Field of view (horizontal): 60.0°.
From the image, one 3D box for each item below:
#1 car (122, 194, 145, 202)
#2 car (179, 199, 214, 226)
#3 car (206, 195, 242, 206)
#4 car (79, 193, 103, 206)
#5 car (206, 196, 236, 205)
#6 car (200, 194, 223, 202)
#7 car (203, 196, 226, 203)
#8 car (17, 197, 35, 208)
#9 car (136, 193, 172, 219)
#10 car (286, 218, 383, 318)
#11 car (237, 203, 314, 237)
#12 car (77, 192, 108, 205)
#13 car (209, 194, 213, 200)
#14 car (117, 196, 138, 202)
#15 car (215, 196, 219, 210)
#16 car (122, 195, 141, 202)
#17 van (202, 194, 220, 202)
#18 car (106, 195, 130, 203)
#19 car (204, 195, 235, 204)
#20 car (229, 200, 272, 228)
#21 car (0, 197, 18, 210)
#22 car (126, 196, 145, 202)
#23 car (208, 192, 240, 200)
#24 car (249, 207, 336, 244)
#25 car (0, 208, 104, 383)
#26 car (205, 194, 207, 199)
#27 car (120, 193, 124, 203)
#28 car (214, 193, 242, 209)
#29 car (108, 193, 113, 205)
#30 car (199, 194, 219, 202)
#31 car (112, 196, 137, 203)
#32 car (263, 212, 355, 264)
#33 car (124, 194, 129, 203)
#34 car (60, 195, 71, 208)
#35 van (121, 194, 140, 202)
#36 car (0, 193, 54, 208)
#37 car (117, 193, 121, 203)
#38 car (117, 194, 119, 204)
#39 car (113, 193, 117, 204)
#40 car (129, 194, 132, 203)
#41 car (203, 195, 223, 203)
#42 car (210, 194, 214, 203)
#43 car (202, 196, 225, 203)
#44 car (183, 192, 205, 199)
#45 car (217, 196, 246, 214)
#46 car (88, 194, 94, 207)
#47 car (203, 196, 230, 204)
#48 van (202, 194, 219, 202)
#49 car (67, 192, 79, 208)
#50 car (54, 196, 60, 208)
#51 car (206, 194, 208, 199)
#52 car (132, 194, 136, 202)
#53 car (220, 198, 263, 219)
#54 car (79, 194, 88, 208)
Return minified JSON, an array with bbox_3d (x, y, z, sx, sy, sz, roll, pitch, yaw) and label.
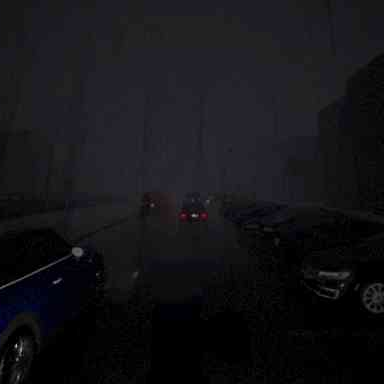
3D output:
[{"bbox_3d":[-15.771,1.627,89.971,5.566,2.045,2.435,0,-1,0],"label":"car"},{"bbox_3d":[0.103,1.427,21.951,2.033,1.411,5.357,0,0,0],"label":"car"},{"bbox_3d":[4.902,1.315,51.145,5.366,1.575,1.946,0,0,0],"label":"car"},{"bbox_3d":[-15.535,1.303,45.866,5.366,1.575,1.946,0,0,0],"label":"car"},{"bbox_3d":[4.714,1.378,53.918,4.674,1.452,2.002,0,-1,0],"label":"car"},{"bbox_3d":[4.691,1.510,81.585,5.566,2.045,2.435,0,-1,0],"label":"car"},{"bbox_3d":[4.748,1.614,70.584,4.792,1.488,2.163,0,-1,0],"label":"car"},{"bbox_3d":[-15.657,1.368,26.565,4.792,1.488,2.163,0,0,0],"label":"car"},{"bbox_3d":[-2.897,1.081,27.264,2.150,2.045,5.566,0,0,0],"label":"car"},{"bbox_3d":[4.718,1.437,6.688,4.892,1.521,2.231,0,0,0],"label":"car"},{"bbox_3d":[4.718,1.392,14.900,4.892,1.521,2.231,0,0,0],"label":"car"},{"bbox_3d":[-15.697,1.065,48.619,5.566,2.045,2.435,0,0,0],"label":"car"},{"bbox_3d":[4.721,1.310,37.133,4.892,1.521,2.231,0,0,0],"label":"car"},{"bbox_3d":[-15.782,1.805,81.692,4.674,1.452,2.002,0,-1,0],"label":"car"},{"bbox_3d":[4.685,1.363,28.920,4.792,1.488,2.163,0,0,0],"label":"car"},{"bbox_3d":[-15.825,1.717,87.211,4.553,1.767,2.185,0,-1,0],"label":"car"},{"bbox_3d":[4.839,1.578,84.484,4.442,1.987,1.878,0,-1,0],"label":"van"},{"bbox_3d":[-15.734,1.467,70.664,4.553,1.767,2.185,0,-1,0],"label":"car"},{"bbox_3d":[4.903,1.398,59.346,5.366,1.575,1.946,0,-1,0],"label":"car"},{"bbox_3d":[4.707,1.378,17.680,5.008,1.535,2.097,0,0,0],"label":"car"},{"bbox_3d":[-15.676,1.347,23.810,5.008,1.535,2.097,0,0,0],"label":"car"},{"bbox_3d":[-15.775,1.943,92.725,4.792,1.488,2.163,0,-1,0],"label":"car"},{"bbox_3d":[4.684,1.171,42.814,4.553,1.767,2.185,0,0,0],"label":"car"},{"bbox_3d":[4.709,1.445,12.247,4.674,1.452,2.002,0,0,0],"label":"car"},{"bbox_3d":[-2.899,1.317,5.241,2.097,1.767,4.553,0,0,0],"label":"car"},{"bbox_3d":[4.688,1.052,48.367,5.566,2.045,2.435,0,0,0],"label":"car"},{"bbox_3d":[-15.781,1.331,62.395,4.553,1.767,2.185,0,-1,0],"label":"car"},{"bbox_3d":[4.687,1.199,31.691,4.553,1.767,2.185,0,0,0],"label":"car"},{"bbox_3d":[-15.702,1.078,51.376,5.566,2.045,2.435,0,0,0],"label":"car"},{"bbox_3d":[4.766,1.663,92.820,5.566,2.045,2.435,0,-1,0],"label":"car"},{"bbox_3d":[-15.965,1.721,78.937,5.366,1.575,1.946,0,-1,0],"label":"car"},{"bbox_3d":[4.741,1.450,9.468,4.792,1.488,2.163,0,0,0],"label":"car"},{"bbox_3d":[-15.783,1.250,65.152,5.566,2.045,2.435,0,-1,0],"label":"car"},{"bbox_3d":[-15.730,1.348,34.838,4.792,1.488,2.163,0,0,0],"label":"car"},{"bbox_3d":[-15.673,1.579,84.455,4.442,1.987,1.878,0,-1,0],"label":"van"},{"bbox_3d":[-15.719,1.080,29.323,5.566,2.045,2.435,0,0,0],"label":"car"},{"bbox_3d":[-15.774,1.447,59.635,4.792,1.488,2.163,0,-1,0],"label":"car"},{"bbox_3d":[-15.735,1.379,56.884,5.008,1.535,2.097,0,-1,0],"label":"car"},{"bbox_3d":[-15.707,1.102,54.129,5.566,2.045,2.435,0,-1,0],"label":"car"},{"bbox_3d":[-15.731,1.296,67.909,5.566,2.045,2.435,0,-1,0],"label":"car"},{"bbox_3d":[4.751,1.551,76.144,4.553,1.767,2.185,0,-1,0],"label":"car"},{"bbox_3d":[4.900,1.314,34.354,5.366,1.575,1.946,0,0,0],"label":"car"},{"bbox_3d":[4.714,1.631,73.364,5.008,1.535,2.097,0,-1,0],"label":"car"},{"bbox_3d":[0.105,1.043,40.575,2.150,2.045,5.566,0,0,0],"label":"car"},{"bbox_3d":[4.719,1.343,26.142,5.008,1.535,2.097,0,0,0],"label":"car"},{"bbox_3d":[-15.713,1.345,43.108,4.674,1.452,2.002,0,0,0],"label":"car"},{"bbox_3d":[4.723,1.488,64.902,5.008,1.535,2.097,0,-1,0],"label":"car"},{"bbox_3d":[4.844,1.615,87.138,4.442,1.987,1.878,0,-1,0],"label":"van"},{"bbox_3d":[-15.737,1.187,37.595,4.553,1.767,2.185,0,0,0],"label":"car"},{"bbox_3d":[-15.693,1.364,32.081,4.674,1.452,2.002,0,0,0],"label":"car"},{"bbox_3d":[4.714,1.337,45.591,4.674,1.452,2.002,0,0,0],"label":"car"},{"bbox_3d":[-15.960,1.678,76.177,5.366,1.575,1.946,0,-1,0],"label":"car"},{"bbox_3d":[4.707,1.355,23.362,4.892,1.521,2.231,0,0,0],"label":"car"},{"bbox_3d":[-15.705,1.306,40.353,5.008,1.535,2.097,0,0,0],"label":"car"}]
